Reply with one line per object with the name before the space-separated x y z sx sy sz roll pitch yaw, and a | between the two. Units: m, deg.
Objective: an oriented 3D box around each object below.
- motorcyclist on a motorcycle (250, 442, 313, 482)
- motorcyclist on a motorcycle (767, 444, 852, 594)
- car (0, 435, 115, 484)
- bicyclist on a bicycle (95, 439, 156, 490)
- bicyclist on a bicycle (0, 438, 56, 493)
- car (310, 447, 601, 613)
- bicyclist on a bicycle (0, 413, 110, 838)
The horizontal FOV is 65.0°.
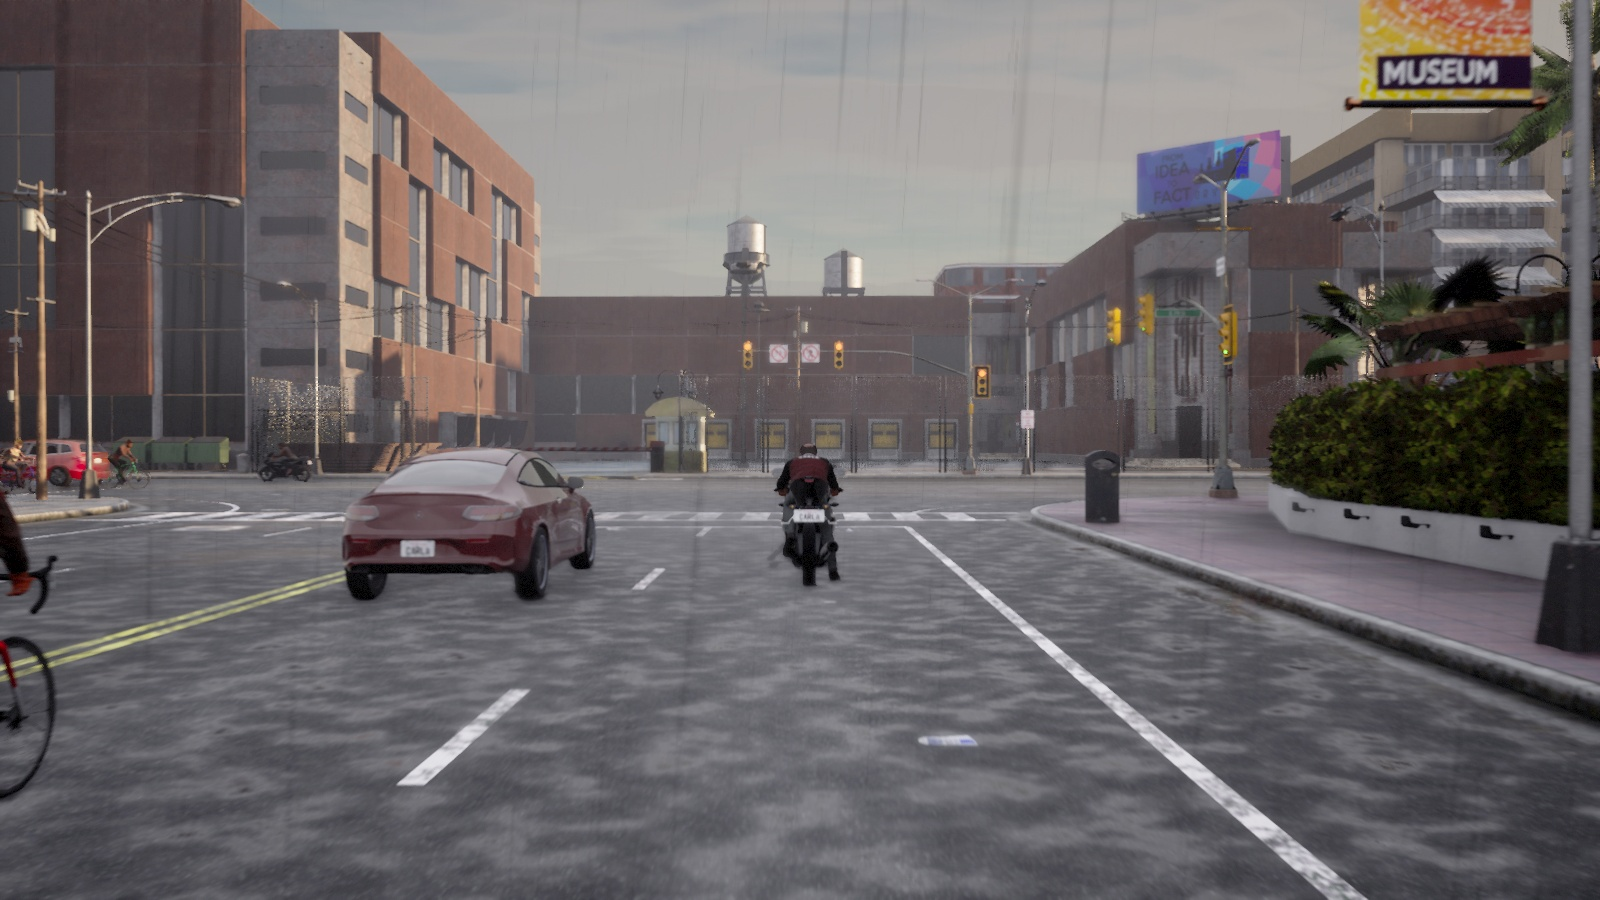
motorcyclist on a motorcycle | -19.625 0.445 47.582 2.044 1.523 0.797 0 0 1
motorcyclist on a motorcycle | 0.097 0.703 13.953 0.866 1.530 2.191 0 0 0
car | -27.005 0.320 44.188 4.611 1.667 2.242 0 0 1
bicyclist on a bicycle | -21.819 0.453 40.614 1.656 1.620 0.582 0 0 1
bicyclist on a bicycle | -23.002 0.455 37.136 1.509 1.612 0.866 0 0 1
car | -3.393 0.694 13.362 1.812 1.442 4.674 0 0 0
bicyclist on a bicycle | -3.343 0.670 4.779 0.582 1.620 1.656 0 0 -2
